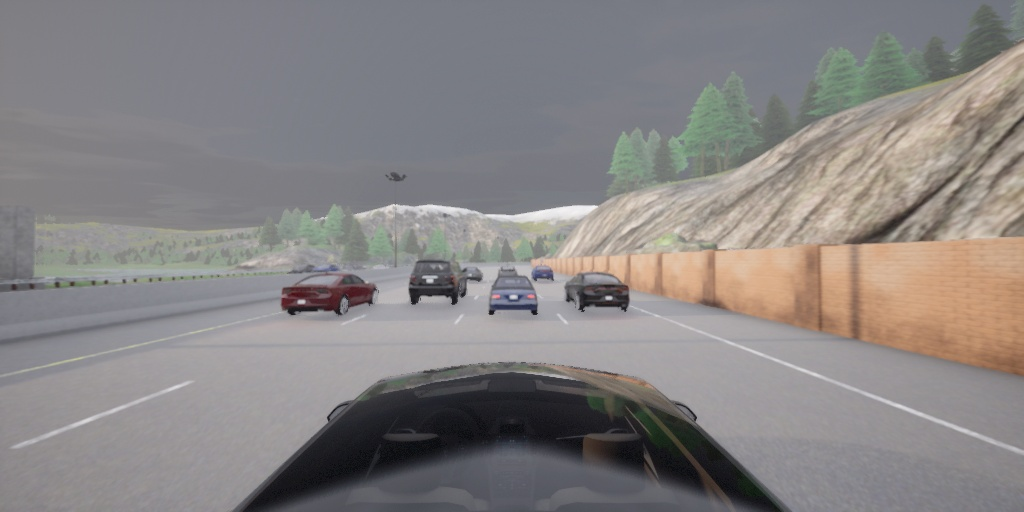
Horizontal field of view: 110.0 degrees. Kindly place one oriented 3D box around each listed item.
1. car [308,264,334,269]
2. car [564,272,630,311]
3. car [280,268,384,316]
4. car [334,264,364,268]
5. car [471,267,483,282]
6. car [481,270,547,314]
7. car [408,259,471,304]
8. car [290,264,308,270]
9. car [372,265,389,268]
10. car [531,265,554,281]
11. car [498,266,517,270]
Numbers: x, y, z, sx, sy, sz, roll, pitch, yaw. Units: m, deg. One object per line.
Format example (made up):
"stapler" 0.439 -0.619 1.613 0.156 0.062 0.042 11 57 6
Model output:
"car" -25.458 1.871 49.320 1.882 1.535 5.008 0 -1 -1
"car" 3.487 1.413 15.515 1.882 1.535 5.008 0 -1 -1
"car" -6.994 1.398 14.329 1.882 1.535 5.008 0 -1 -1
"car" -21.962 1.886 49.458 2.128 1.511 4.902 0 -1 -1
"car" -3.952 1.768 35.438 1.994 1.385 4.181 0 -1 -1
"car" 0.011 1.471 14.622 2.033 1.411 5.357 0 -1 -1
"car" -3.556 1.191 18.012 2.150 2.045 5.566 0 -1 -1
"car" -28.969 1.908 50.057 1.837 1.490 4.892 0 -1 -1
"car" -18.483 1.932 50.375 1.812 1.442 4.674 0 -1 -1
"car" 3.030 1.693 36.310 1.882 1.535 5.008 0 -1 -1
"car" -0.433 1.686 34.712 2.128 1.511 4.902 0 -1 -1
